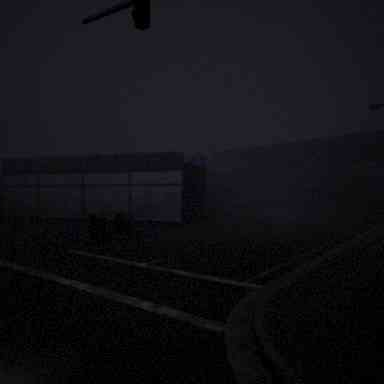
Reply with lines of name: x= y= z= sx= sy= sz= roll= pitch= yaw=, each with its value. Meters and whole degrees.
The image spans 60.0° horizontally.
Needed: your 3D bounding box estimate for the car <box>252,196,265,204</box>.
car: x=11.472 y=1.485 z=59.930 sx=2.242 sy=1.667 sz=4.611 roll=0 pitch=0 yaw=36
